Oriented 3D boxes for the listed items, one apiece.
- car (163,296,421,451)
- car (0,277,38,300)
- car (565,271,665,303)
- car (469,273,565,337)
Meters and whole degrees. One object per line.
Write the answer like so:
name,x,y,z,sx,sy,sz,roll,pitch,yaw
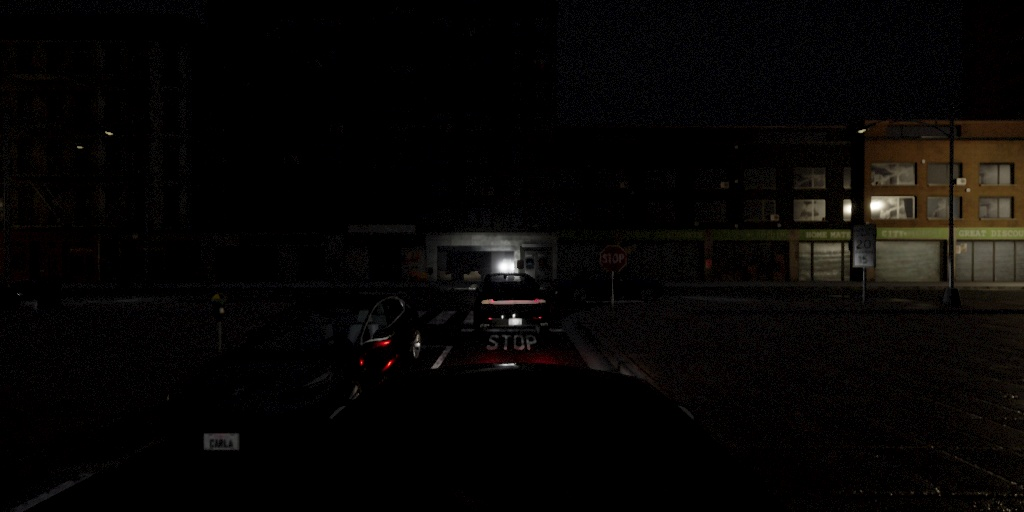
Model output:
car,-2.633,1.314,5.435,1.948,1.339,4.313,0,0,0
car,-24.300,1.405,16.077,4.718,1.301,1.895,0,0,0
car,4.205,1.332,16.021,4.718,1.301,1.895,0,0,0
car,-0.167,1.237,10.306,2.128,1.511,4.902,0,0,-6
